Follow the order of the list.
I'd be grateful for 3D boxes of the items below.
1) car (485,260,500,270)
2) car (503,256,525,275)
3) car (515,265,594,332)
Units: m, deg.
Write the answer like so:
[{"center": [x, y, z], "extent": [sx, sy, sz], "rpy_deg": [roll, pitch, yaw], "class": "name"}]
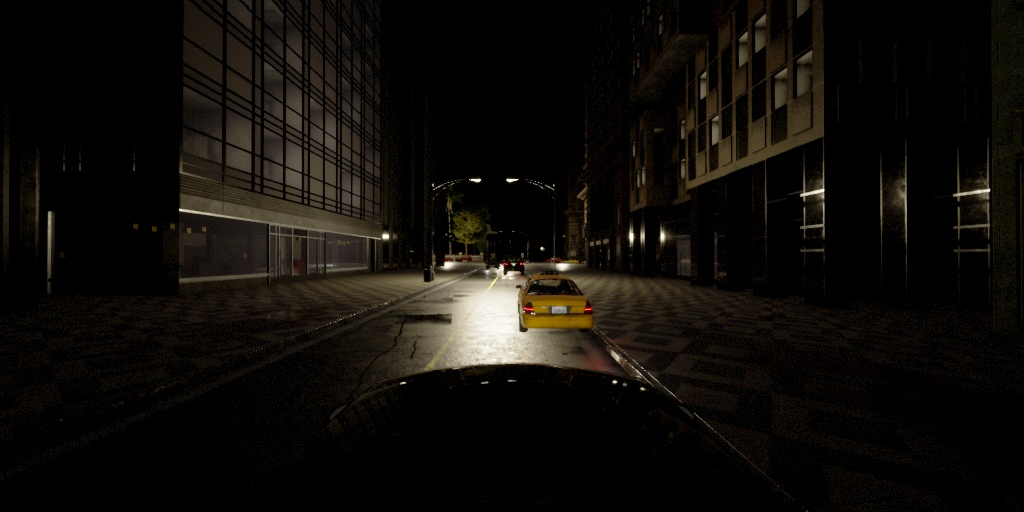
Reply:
[{"center": [-2.777, 1.282, 52.154], "extent": [1.812, 1.442, 4.674], "rpy_deg": [0, 0, 0], "class": "car"}, {"center": [0.233, 0.976, 38.290], "extent": [2.150, 2.045, 5.566], "rpy_deg": [0, 0, 1], "class": "car"}, {"center": [1.089, 1.206, 10.740], "extent": [1.801, 1.575, 5.366], "rpy_deg": [0, 0, 0], "class": "car"}]
